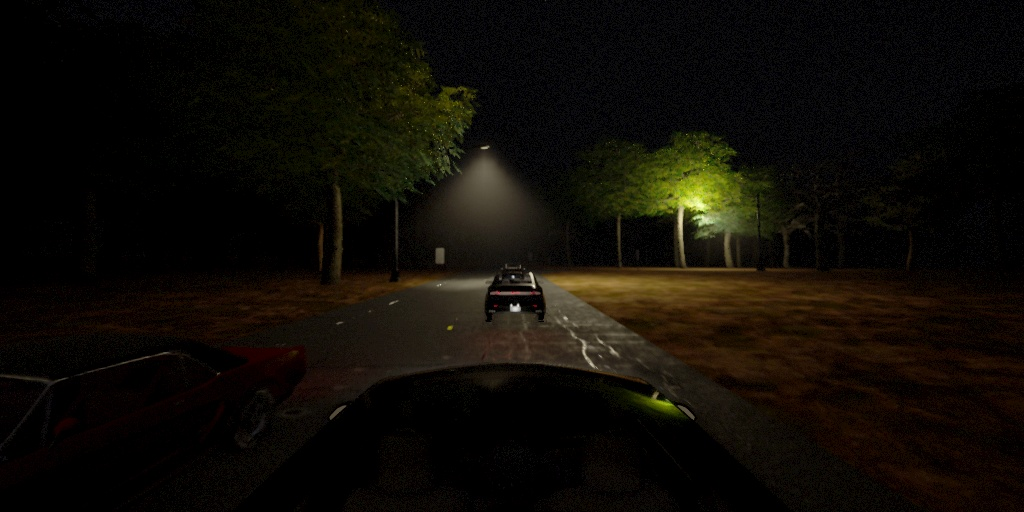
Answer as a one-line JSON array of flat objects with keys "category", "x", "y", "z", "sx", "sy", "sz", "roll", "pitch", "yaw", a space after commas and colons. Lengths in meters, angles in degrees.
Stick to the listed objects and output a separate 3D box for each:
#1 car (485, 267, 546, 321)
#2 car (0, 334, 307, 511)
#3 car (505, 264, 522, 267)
[{"category": "car", "x": 0.098, "y": 1.292, "z": 12.551, "sx": 2.128, "sy": 1.511, "sz": 4.902, "roll": 0, "pitch": 0, "yaw": 0}, {"category": "car", "x": -3.583, "y": 1.354, "z": 2.389, "sx": 1.895, "sy": 1.301, "sz": 4.718, "roll": 0, "pitch": 0, "yaw": 0}, {"category": "car", "x": 0.094, "y": 1.393, "z": 30.494, "sx": 1.837, "sy": 1.490, "sz": 4.892, "roll": 0, "pitch": 0, "yaw": 0}]
